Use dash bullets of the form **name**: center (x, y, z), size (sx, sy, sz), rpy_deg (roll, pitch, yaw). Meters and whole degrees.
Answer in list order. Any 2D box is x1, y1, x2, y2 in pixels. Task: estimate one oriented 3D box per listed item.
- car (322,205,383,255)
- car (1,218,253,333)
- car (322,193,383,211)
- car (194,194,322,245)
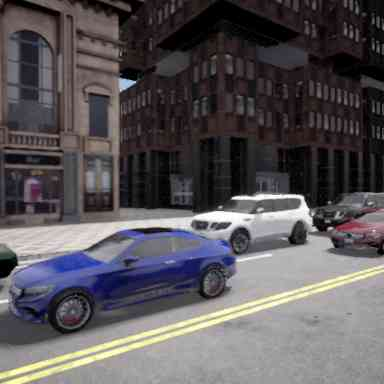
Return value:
- **car**: center (7.337, 1.408, 12.829), size (4.674, 1.442, 1.812), rpy_deg (-1, 0, -35)
- **car**: center (-1.121, 1.500, 6.868), size (4.674, 1.442, 1.812), rpy_deg (0, 0, -35)
- **car**: center (8.885, 1.066, 17.873), size (5.566, 2.045, 2.150), rpy_deg (-1, 0, -35)
- **car**: center (2.498, 1.135, 13.392), size (5.566, 2.045, 2.150), rpy_deg (-1, 1, -35)
